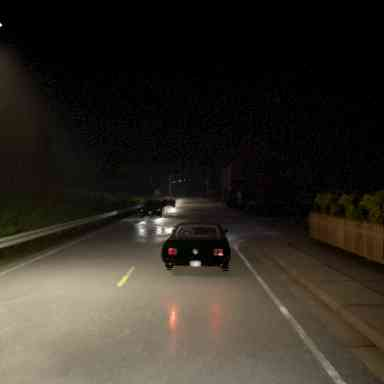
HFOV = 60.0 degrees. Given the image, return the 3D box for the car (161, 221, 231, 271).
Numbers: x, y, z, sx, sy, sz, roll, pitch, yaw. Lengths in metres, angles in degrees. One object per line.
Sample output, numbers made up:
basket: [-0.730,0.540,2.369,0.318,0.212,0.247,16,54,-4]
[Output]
car: [0.258,1.610,10.998,1.895,1.301,4.718,0,0,4]

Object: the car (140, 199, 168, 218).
car: [-3.595,1.531,30.709,1.837,1.490,4.892,0,0,0]

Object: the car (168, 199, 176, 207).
car: [-3.495,1.664,51.121,1.895,1.301,4.718,0,0,0]
